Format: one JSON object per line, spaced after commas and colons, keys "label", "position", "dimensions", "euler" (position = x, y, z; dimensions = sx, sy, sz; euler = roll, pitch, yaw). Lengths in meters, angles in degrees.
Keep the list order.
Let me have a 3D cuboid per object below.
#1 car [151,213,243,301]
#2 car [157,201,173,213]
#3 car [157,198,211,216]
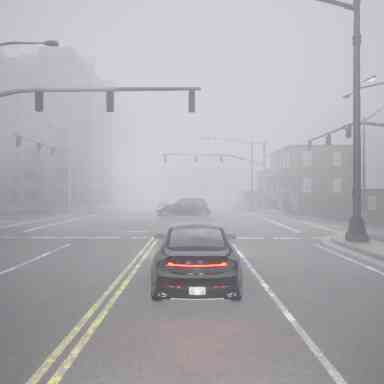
{"label": "car", "position": [0.092, 1.505, 8.316], "dimensions": [1.837, 1.490, 4.892], "euler": [0, 0, 0]}
{"label": "car", "position": [-3.642, 2.066, 45.551], "dimensions": [1.837, 1.490, 4.892], "euler": [0, -5, 0]}
{"label": "car", "position": [-0.665, 1.291, 28.388], "dimensions": [4.553, 1.767, 2.097], "euler": [0, 0, 1]}
